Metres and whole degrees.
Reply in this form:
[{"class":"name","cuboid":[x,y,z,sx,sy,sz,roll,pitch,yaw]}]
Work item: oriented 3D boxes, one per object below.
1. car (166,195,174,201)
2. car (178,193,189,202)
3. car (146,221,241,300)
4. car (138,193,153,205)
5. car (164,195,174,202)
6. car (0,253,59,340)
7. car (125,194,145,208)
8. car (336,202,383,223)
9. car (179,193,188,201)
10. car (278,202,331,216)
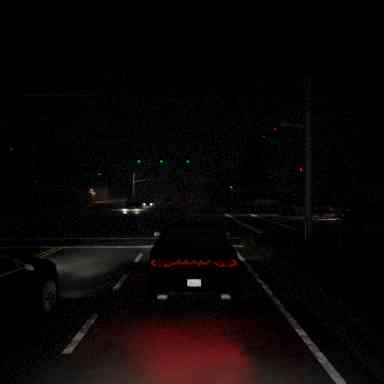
[{"class":"car","cuboid":[-5.611,1.540,85.147,2.033,1.411,5.357,0,0,-1]},{"class":"car","cuboid":[-1.832,1.225,74.210,2.150,2.045,5.566,0,0,-1]},{"class":"car","cuboid":[0.007,1.478,8.464,1.882,1.535,5.008,0,0,-1]},{"class":"car","cuboid":[-8.492,1.221,57.073,2.150,2.045,5.566,0,0,-1]},{"class":"car","cuboid":[-5.350,1.523,74.840,2.128,1.511,4.902,0,0,-1]},{"class":"car","cuboid":[-3.464,1.492,4.485,2.128,1.511,4.902,0,0,0]},{"class":"car","cuboid":[-8.263,1.478,47.089,1.882,1.535,5.008,0,0,-1]},{"class":"car","cuboid":[13.806,1.505,25.172,4.892,1.490,1.837,0,0,-2]},{"class":"car","cuboid":[-2.104,1.225,84.943,2.150,2.045,5.566,0,0,-1]},{"class":"car","cuboid":[10.895,1.601,32.304,4.718,1.301,1.895,0,0,-2]}]
